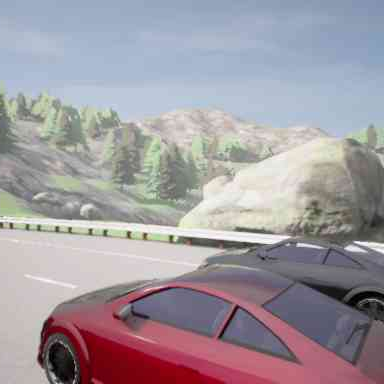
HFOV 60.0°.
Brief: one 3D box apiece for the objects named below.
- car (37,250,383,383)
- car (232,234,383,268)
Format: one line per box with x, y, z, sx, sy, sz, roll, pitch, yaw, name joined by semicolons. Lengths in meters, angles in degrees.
0.143;1.557;3.752;4.181;1.385;1.994;0;0;35;car
2.145;1.550;6.617;4.181;1.385;1.994;0;0;35;car
